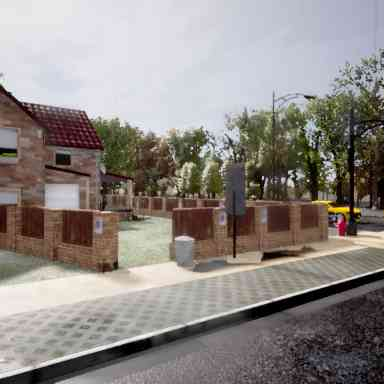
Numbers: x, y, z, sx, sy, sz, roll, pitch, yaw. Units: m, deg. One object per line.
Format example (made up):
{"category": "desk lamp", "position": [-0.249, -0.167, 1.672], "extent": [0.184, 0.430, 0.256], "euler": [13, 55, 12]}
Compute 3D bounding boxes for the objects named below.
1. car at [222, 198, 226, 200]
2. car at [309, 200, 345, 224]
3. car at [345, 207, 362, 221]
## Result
{"category": "car", "position": [4.269, 1.396, 33.935], "extent": [2.128, 1.511, 4.902], "euler": [0, 0, -35]}
{"category": "car", "position": [7.818, 1.468, 23.343], "extent": [1.812, 1.442, 4.674], "euler": [0, 0, -35]}
{"category": "car", "position": [10.309, 1.423, 25.451], "extent": [1.882, 1.535, 5.008], "euler": [0, 0, -35]}
